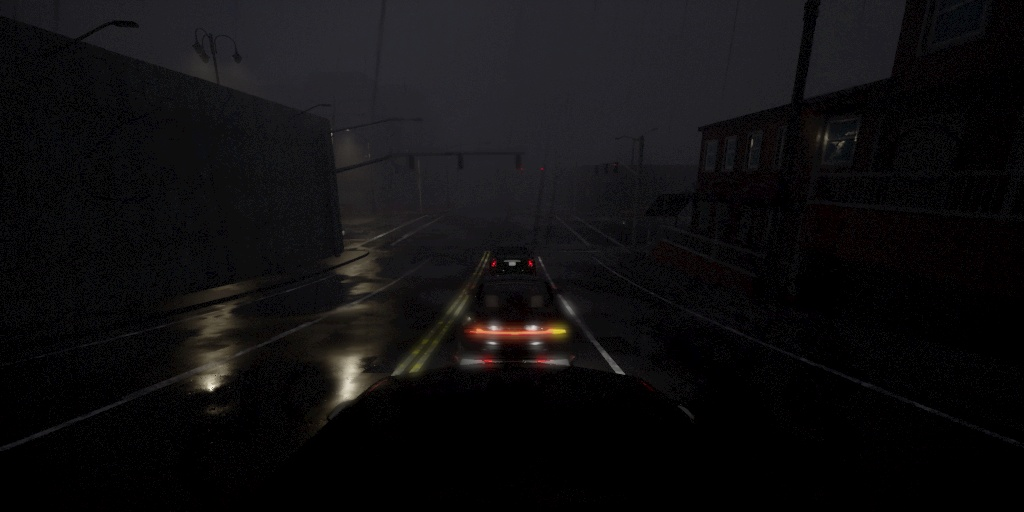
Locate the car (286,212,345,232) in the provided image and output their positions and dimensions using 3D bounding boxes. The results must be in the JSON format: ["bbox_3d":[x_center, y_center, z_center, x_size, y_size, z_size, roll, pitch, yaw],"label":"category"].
[{"bbox_3d":[-19.485,-3.411,35.719,4.553,1.767,2.097,0,12,0],"label":"car"}]

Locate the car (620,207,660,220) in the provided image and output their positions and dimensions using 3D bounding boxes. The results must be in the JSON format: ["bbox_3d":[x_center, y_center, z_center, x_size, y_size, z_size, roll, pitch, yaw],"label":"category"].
[{"bbox_3d":[16.456,-5.547,46.044,5.008,1.535,1.882,0,12,0],"label":"car"}]

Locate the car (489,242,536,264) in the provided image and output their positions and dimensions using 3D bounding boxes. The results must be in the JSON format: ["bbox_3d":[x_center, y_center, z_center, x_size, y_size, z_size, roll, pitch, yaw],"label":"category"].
[{"bbox_3d":[0.020,0.085,17.436,2.097,1.767,4.553,0,7,0],"label":"car"}]

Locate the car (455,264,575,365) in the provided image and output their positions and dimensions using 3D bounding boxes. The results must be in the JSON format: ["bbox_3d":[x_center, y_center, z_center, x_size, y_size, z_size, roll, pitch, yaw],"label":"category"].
[{"bbox_3d":[0.054,1.122,7.185,1.837,1.490,4.892,0,2,0],"label":"car"}]
